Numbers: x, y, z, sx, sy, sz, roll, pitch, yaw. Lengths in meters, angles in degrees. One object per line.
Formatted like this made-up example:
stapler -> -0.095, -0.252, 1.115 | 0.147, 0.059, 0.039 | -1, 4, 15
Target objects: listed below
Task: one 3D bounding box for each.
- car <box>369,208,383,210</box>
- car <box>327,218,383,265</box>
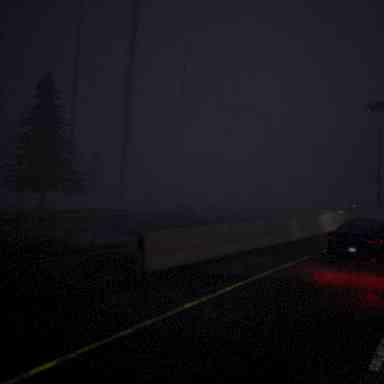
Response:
car -> 29.905, 2.373, 54.256 | 4.553, 1.767, 2.097 | 1, -1, -37
car -> 6.700, 1.714, 12.495 | 1.882, 1.535, 5.008 | -1, -1, 40
